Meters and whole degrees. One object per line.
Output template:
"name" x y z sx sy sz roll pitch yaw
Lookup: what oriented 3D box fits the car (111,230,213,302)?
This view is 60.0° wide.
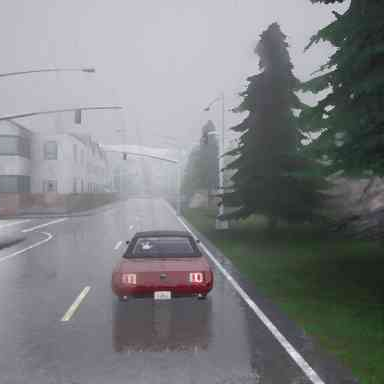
"car" -0.719 1.601 8.291 1.895 1.301 4.718 0 0 -5
